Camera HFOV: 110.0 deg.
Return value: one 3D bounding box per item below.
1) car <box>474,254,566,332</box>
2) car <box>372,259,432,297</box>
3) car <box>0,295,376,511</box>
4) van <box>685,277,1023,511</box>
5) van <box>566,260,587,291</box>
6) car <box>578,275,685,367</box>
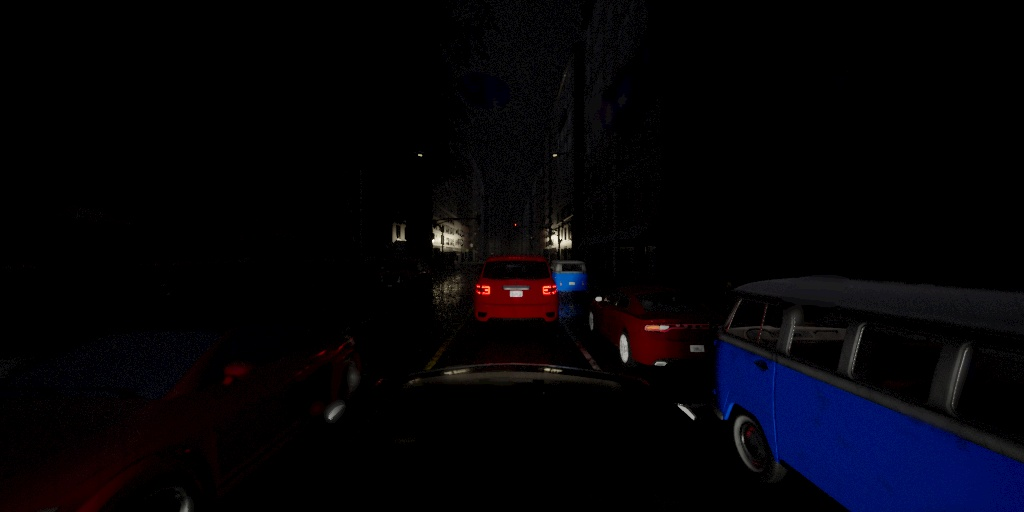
[{"bbox_3d":[0.119,0.970,10.991,2.150,2.045,5.566,0,0,0],"label":"car"},{"bbox_3d":[-5.635,1.060,19.066,2.192,1.841,5.009,0,0,0],"label":"car"},{"bbox_3d":[-3.098,1.314,3.341,1.994,1.385,4.181,0,0,0],"label":"car"},{"bbox_3d":[2.856,1.091,2.107,1.690,1.789,3.998,0,0,0],"label":"van"},{"bbox_3d":[2.890,1.086,19.089,1.690,1.789,3.998,0,0,0],"label":"van"},{"bbox_3d":[2.867,1.294,7.768,1.888,1.381,4.507,0,0,0],"label":"car"}]
